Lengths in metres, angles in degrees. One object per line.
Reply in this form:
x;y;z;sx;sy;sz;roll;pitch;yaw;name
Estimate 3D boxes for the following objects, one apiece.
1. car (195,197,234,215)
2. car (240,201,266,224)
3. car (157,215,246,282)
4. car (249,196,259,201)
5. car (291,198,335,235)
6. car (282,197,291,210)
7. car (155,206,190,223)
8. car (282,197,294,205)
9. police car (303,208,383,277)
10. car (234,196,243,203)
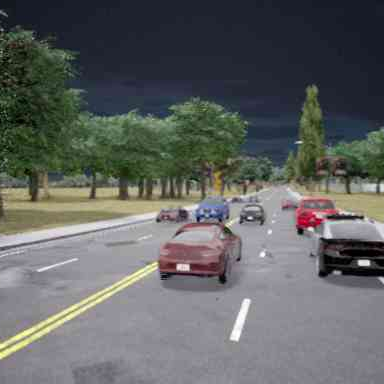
1.882;1.482;28.766;2.150;2.045;5.566;-1;0;15;car
4.904;1.741;26.675;1.812;1.442;4.674;-1;0;15;car
0.399;1.641;10.104;1.812;1.442;4.674;-1;-1;15;car
12.775;1.485;68.536;2.128;1.511;4.902;-1;0;15;car
7.343;1.371;19.959;2.150;2.045;5.566;-1;0;15;car
12.795;1.678;43.748;1.895;1.301;4.718;-1;0;15;car
-1.594;1.866;28.343;1.994;1.385;4.181;-1;0;15;car
16.846;1.550;58.710;1.895;1.301;4.718;-1;0;15;car
4.748;1.500;10.386;1.930;1.638;5.238;-1;-1;15;police car
9.205;1.573;67.791;1.994;1.385;4.181;-1;0;15;car
